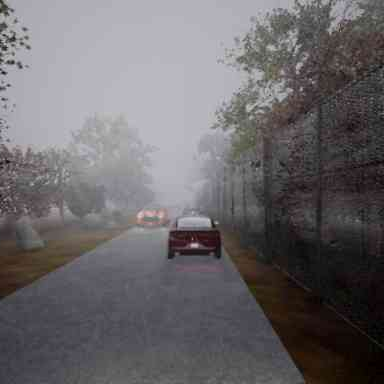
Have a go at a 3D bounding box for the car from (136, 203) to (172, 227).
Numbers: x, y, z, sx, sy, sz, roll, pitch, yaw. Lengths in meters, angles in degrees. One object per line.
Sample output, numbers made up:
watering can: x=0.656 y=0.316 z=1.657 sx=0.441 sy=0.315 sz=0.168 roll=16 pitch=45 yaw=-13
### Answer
car: x=-2.883 y=1.645 z=25.203 sx=2.097 sy=1.767 sz=4.553 roll=0 pitch=-1 yaw=0

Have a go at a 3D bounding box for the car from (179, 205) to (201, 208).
car: x=0.034 y=1.997 z=33.767 sx=1.994 sy=1.385 sz=4.181 roll=0 pitch=-1 yaw=0

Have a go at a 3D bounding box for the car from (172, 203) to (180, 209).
car: x=-3.033 y=2.841 z=65.823 sx=1.994 sy=1.385 sz=4.181 roll=0 pitch=-2 yaw=0

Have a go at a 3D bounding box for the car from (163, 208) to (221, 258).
car: x=0.088 y=1.629 z=13.417 sx=1.882 sy=1.535 sz=5.008 roll=0 pitch=-1 yaw=0
